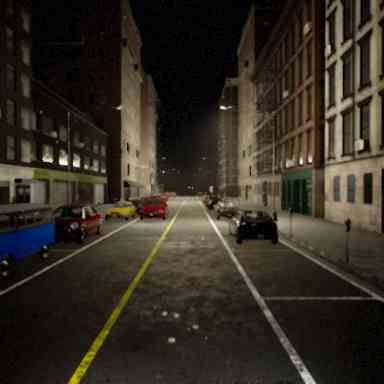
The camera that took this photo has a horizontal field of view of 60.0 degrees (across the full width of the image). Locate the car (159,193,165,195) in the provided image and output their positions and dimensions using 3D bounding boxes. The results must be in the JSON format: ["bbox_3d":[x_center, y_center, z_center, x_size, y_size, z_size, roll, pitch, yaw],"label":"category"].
[{"bbox_3d":[-5.394,1.196,47.384,2.008,1.369,4.403,0,0,0],"label":"car"}]

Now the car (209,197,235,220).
[{"bbox_3d":[2.634,1.359,25.725,2.008,1.369,4.403,0,0,0],"label":"car"}]

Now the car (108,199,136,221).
[{"bbox_3d":[-5.391,1.336,25.563,1.752,1.417,4.829,0,0,0],"label":"car"}]

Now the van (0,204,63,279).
[{"bbox_3d":[-5.389,1.271,9.494,1.690,1.788,3.998,0,0,0],"label":"van"}]

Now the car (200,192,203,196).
[{"bbox_3d":[2.630,1.126,52.958,1.752,1.417,4.829,0,0,0],"label":"car"}]

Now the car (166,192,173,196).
[{"bbox_3d":[-5.396,0.830,63.619,2.192,1.841,5.009,0,0,0],"label":"car"}]

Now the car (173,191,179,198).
[{"bbox_3d":[-5.400,0.852,90.084,2.008,1.369,4.403,0,0,0],"label":"car"}]

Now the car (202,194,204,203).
[{"bbox_3d":[2.632,1.253,41.963,1.947,1.339,4.313,0,0,0],"label":"car"}]

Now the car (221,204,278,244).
[{"bbox_3d":[2.635,1.440,14.900,2.008,1.369,4.403,0,0,0],"label":"car"}]

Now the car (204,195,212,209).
[{"bbox_3d":[2.632,1.294,36.550,1.947,1.339,4.313,0,0,0],"label":"car"}]

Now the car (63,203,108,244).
[{"bbox_3d":[-5.390,1.330,14.907,1.967,1.590,4.097,0,0,0],"label":"car"}]

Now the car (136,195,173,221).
[{"bbox_3d":[-2.794,1.287,25.653,1.882,1.535,5.008,0,0,0],"label":"car"}]

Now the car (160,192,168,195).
[{"bbox_3d":[-5.395,1.153,52.796,2.008,1.369,4.403,0,0,0],"label":"car"}]

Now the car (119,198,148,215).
[{"bbox_3d":[-5.392,1.335,31.146,1.947,1.339,4.313,0,0,0],"label":"car"}]

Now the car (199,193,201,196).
[{"bbox_3d":[2.630,1.140,58.201,1.802,1.307,4.206,0,0,0],"label":"car"}]

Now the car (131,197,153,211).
[{"bbox_3d":[-5.393,1.255,36.388,1.752,1.417,4.829,0,0,0],"label":"car"}]
